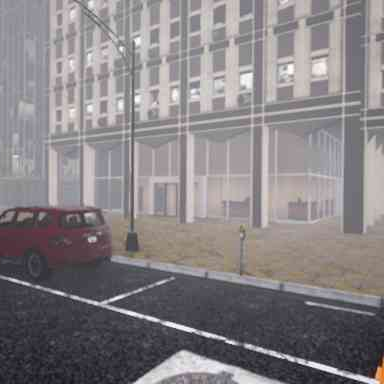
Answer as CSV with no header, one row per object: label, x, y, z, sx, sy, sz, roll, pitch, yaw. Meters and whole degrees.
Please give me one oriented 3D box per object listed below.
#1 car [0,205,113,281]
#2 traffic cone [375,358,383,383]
car,-4.530,1.295,9.842,5.009,1.841,2.192,0,1,34
traffic cone,1.864,1.953,3.187,0.340,0.580,0.340,0,0,34
